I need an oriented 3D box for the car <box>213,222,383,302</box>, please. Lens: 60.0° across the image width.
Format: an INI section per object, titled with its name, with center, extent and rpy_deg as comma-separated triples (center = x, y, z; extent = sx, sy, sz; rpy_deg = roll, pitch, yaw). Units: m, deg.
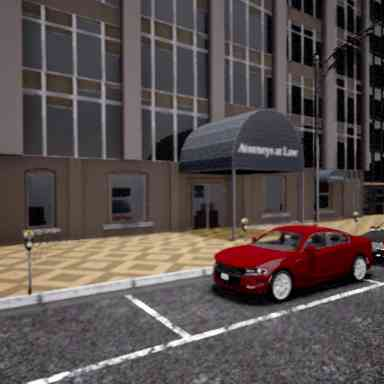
[car]
center = 2.565, 1.505, 8.114
extent = 4.507, 1.381, 1.887
rpy_deg = 0, 0, -33
